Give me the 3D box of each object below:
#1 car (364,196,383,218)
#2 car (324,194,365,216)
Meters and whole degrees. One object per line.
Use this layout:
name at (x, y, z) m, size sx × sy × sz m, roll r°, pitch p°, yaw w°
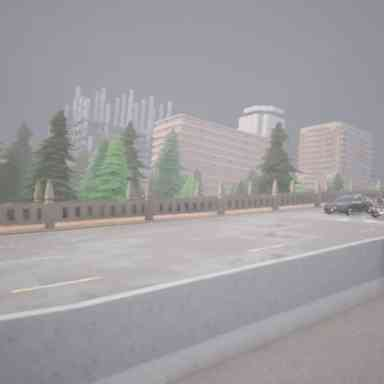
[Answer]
car at (13.980, 1.002, 22.567) m, size 4.674 × 1.442 × 1.812 m, roll -2°, pitch 1°, yaw -35°
car at (12.087, 0.977, 25.516) m, size 4.892 × 1.490 × 1.837 m, roll -2°, pitch 1°, yaw -35°
